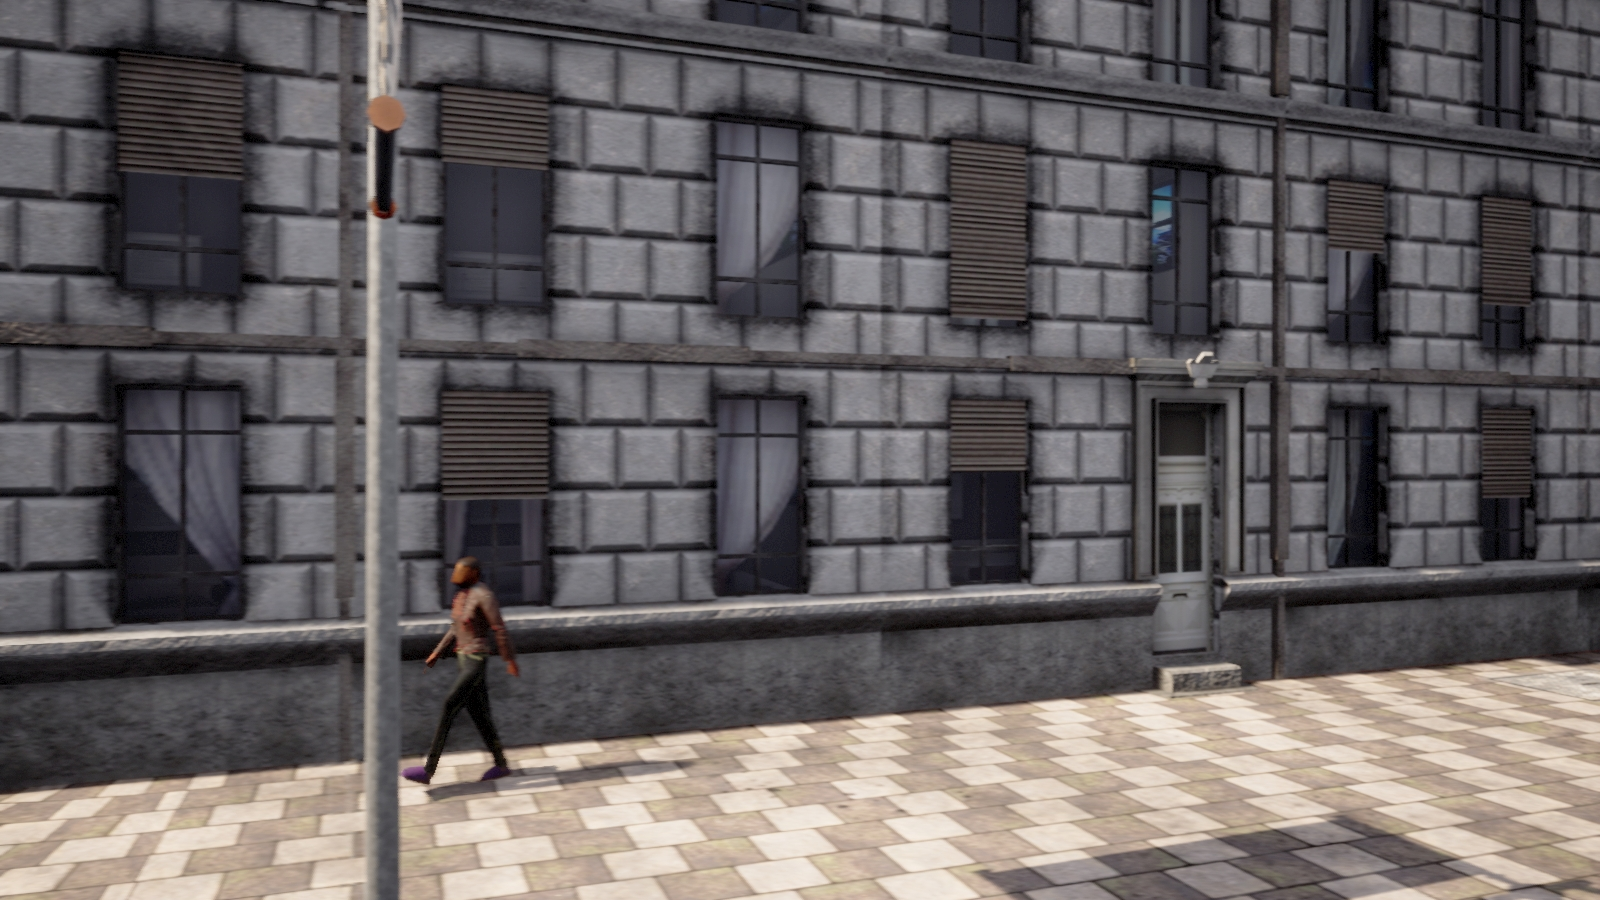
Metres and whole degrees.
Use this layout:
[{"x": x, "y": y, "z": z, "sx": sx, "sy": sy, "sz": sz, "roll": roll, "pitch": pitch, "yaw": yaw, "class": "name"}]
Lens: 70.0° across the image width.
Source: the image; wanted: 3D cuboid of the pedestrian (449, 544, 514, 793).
[{"x": -2.510, "y": 1.689, "z": 8.996, "sx": 0.375, "sy": 1.860, "sz": 0.375, "roll": 0, "pitch": 0, "yaw": -40, "class": "pedestrian"}]
